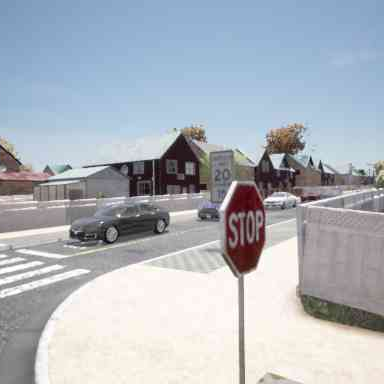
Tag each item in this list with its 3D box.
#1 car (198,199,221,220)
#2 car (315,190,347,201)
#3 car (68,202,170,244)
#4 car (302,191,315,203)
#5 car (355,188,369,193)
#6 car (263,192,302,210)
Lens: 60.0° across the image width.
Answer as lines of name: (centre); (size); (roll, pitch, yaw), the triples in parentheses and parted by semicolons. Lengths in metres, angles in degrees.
car: (2.272, 0.824, 21.816); (2.097, 1.767, 4.553); (-1, 1, 35)
car: (14.737, 0.492, 34.308); (2.033, 1.411, 5.357); (-1, 1, 35)
car: (-2.954, 1.220, 14.435); (1.837, 1.490, 4.892); (-1, 1, 35)
car: (13.914, 0.536, 38.178); (1.895, 1.301, 4.718); (-1, 1, 36)
car: (25.861, 0.039, 50.010); (1.895, 1.301, 4.718); (-1, 1, 35)
car: (7.946, 0.735, 29.813); (1.812, 1.442, 4.674); (-1, 1, 36)
